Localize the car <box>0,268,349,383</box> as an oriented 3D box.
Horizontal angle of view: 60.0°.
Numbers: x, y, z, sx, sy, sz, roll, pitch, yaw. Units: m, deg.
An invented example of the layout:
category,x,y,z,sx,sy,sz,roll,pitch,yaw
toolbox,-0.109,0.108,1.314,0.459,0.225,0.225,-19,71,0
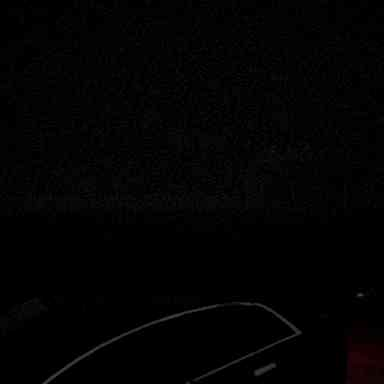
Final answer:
category,x,y,z,sx,sy,sz,roll,pitch,yaw
car,-0.721,1.504,2.556,4.892,1.490,1.837,0,0,-36
